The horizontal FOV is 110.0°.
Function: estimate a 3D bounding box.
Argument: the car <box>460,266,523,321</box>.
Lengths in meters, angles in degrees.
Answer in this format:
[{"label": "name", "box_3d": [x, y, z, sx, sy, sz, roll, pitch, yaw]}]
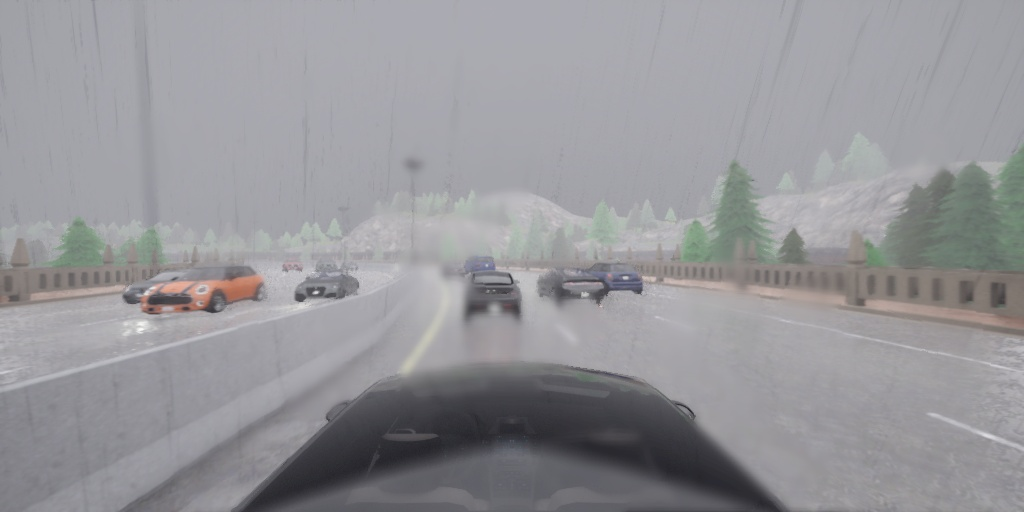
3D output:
[{"label": "car", "box_3d": [-0.765, 1.271, 12.673, 1.837, 1.490, 4.892, 0, 0, -7]}]

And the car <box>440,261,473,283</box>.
[{"label": "car", "box_3d": [-5.481, 1.385, 33.278, 2.033, 1.411, 5.357, 0, 0, -19]}]

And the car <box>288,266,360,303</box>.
[{"label": "car", "box_3d": [-8.741, 1.378, 17.284, 1.994, 1.385, 4.181, 0, 0, -11]}]

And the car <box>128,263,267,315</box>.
[{"label": "car", "box_3d": [-11.730, 1.174, 14.066, 2.097, 1.767, 4.553, 0, 0, -10]}]

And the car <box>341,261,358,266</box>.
[{"label": "car", "box_3d": [-24.994, 1.568, 55.141, 2.128, 1.511, 4.902, 0, 0, -35]}]

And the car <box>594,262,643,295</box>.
[{"label": "car", "box_3d": [5.210, 1.099, 19.690, 2.097, 1.767, 4.553, 0, 0, -10]}]

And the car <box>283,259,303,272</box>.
[{"label": "car", "box_3d": [-33.583, 1.403, 54.913, 2.150, 2.045, 5.566, 0, 0, -39]}]

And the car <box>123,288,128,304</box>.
[{"label": "car", "box_3d": [-15.792, 1.378, 17.102, 1.812, 1.442, 4.674, 0, 0, -12]}]

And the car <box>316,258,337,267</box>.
[{"label": "car", "box_3d": [-26.833, 1.300, 51.741, 2.150, 2.045, 5.566, 0, 0, -35]}]

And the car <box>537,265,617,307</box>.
[{"label": "car", "box_3d": [2.375, 1.247, 15.513, 2.128, 1.511, 4.902, 0, 0, -8]}]

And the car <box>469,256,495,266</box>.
[{"label": "car", "box_3d": [-3.408, 1.057, 37.668, 2.150, 2.045, 5.566, 0, 0, -21]}]
